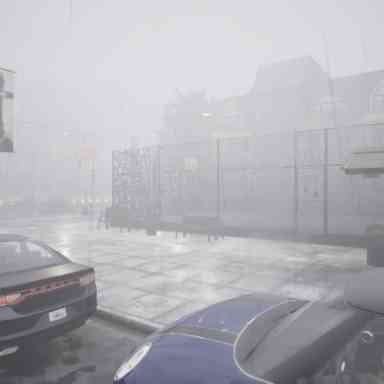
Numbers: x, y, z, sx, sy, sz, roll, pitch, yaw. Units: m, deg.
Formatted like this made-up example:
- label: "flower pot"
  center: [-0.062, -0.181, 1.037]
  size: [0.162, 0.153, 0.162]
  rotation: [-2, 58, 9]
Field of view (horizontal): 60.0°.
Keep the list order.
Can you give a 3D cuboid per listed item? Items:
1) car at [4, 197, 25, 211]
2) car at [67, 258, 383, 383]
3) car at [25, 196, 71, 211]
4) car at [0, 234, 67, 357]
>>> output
- label: "car"
  center: [-20.690, 1.340, 41.150]
  size: [2.097, 1.767, 4.553]
  rotation: [0, 0, 35]
- label: "car"
  center: [1.515, 1.354, 2.227]
  size: [4.553, 1.767, 2.185]
  rotation: [0, 0, 35]
- label: "car"
  center: [-17.114, 1.341, 40.156]
  size: [2.097, 1.767, 4.553]
  rotation: [0, 0, 35]
- label: "car"
  center: [-3.803, 1.478, 5.836]
  size: [5.008, 1.535, 2.097]
  rotation: [0, 0, 35]
